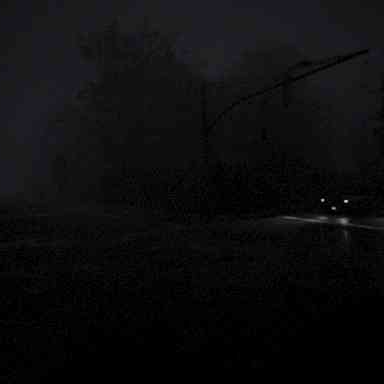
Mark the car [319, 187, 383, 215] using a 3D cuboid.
[{"bbox_3d":[9.336,0.418,18.424,4.718,1.301,1.895,-4,3,-27],"label":"car"}]
